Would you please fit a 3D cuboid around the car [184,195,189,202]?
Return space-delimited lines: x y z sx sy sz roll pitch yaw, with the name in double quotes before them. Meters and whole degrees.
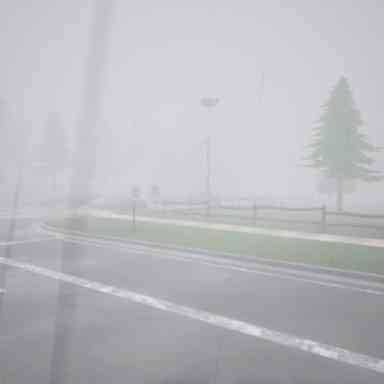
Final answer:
"car" 1.060 0.741 48.668 2.150 2.045 5.566 1 0 34

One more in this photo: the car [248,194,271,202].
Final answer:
"car" 12.079 1.179 58.190 1.895 1.301 4.718 1 1 36

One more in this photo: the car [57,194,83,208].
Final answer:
"car" -11.698 0.949 36.618 2.128 1.511 4.902 1 1 35

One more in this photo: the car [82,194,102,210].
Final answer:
"car" -8.700 1.045 34.798 1.812 1.442 4.674 1 1 35

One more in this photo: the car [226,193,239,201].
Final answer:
"car" 8.083 0.933 64.627 1.882 1.535 5.008 1 0 35

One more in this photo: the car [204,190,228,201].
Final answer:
"car" 4.730 0.613 65.910 2.150 2.045 5.566 1 1 35

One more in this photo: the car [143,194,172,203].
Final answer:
"car" -5.275 0.995 51.768 1.895 1.301 4.718 1 1 36

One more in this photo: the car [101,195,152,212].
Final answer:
"car" -6.242 1.145 32.212 1.994 1.385 4.181 1 1 35

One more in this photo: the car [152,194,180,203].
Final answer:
"car" -3.544 1.018 48.188 1.994 1.385 4.181 1 1 35

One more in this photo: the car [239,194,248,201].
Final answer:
"car" 11.264 1.117 63.061 1.895 1.301 4.718 1 1 35

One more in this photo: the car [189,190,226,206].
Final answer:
"car" 2.061 0.931 44.008 2.097 1.767 4.553 1 1 35

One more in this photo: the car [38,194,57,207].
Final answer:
"car" -15.071 0.922 37.902 1.812 1.442 4.674 1 1 35
